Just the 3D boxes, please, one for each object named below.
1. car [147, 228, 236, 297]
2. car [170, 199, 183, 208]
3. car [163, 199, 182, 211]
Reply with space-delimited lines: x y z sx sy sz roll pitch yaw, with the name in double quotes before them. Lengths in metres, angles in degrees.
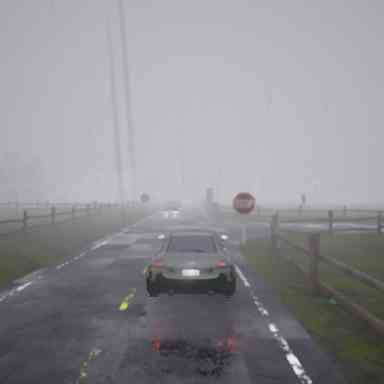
"car" 0.018 1.640 8.829 1.994 1.385 4.181 0 0 1
"car" -2.795 2.021 60.292 2.033 1.411 5.357 0 0 0
"car" -2.827 1.934 45.925 1.994 1.385 4.181 0 0 0
